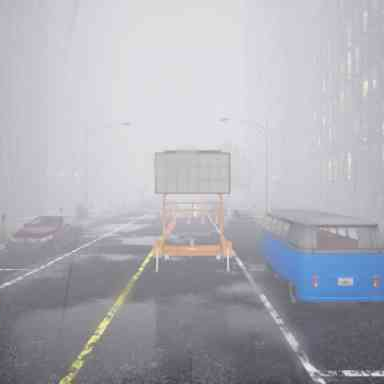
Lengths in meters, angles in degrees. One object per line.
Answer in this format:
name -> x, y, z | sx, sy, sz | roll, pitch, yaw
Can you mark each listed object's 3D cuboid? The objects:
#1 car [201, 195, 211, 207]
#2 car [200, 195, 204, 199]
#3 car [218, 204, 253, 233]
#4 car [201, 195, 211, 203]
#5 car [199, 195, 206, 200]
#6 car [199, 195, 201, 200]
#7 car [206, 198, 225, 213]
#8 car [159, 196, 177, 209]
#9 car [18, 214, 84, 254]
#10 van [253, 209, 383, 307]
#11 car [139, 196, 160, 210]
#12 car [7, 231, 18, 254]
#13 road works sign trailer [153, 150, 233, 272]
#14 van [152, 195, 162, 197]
car -> 2.788, 1.544, 47.545 | 2.008, 1.369, 4.403 | 0, 0, 0
car -> 2.799, 1.538, 53.237 | 2.008, 1.369, 4.403 | 0, 0, 0
car -> 2.729, 1.581, 19.082 | 1.802, 1.307, 4.206 | 0, 0, 0
car -> 2.834, 1.401, 70.314 | 1.967, 1.590, 4.097 | 0, 0, 0
car -> 2.881, 1.462, 93.085 | 1.887, 1.381, 4.507 | 0, 0, 0
car -> 2.823, 1.410, 64.622 | 1.967, 1.590, 4.097 | 0, 0, 0
car -> 2.764, 1.581, 36.160 | 1.802, 1.307, 4.206 | 0, 0, 0
car -> -3.009, 1.560, 43.734 | 1.994, 1.385, 4.181 | 0, 0, 0
car -> -5.663, 1.582, 13.410 | 1.802, 1.307, 4.206 | 0, 0, 0
van -> 2.706, 1.341, 7.698 | 1.690, 1.788, 3.998 | 0, 0, 0
car -> -5.605, 1.548, 41.873 | 2.008, 1.369, 4.403 | 0, 0, 0
car -> -3.097, 1.352, 1.567 | 2.097, 1.767, 4.553 | 0, 0, 0
road works sign trailer -> 0.022, 0.464, 10.723 | 2.380, 3.560, 2.880 | 0, 0, 0
van -> -5.581, 1.328, 53.258 | 1.690, 1.788, 3.998 | 0, 0, 0
